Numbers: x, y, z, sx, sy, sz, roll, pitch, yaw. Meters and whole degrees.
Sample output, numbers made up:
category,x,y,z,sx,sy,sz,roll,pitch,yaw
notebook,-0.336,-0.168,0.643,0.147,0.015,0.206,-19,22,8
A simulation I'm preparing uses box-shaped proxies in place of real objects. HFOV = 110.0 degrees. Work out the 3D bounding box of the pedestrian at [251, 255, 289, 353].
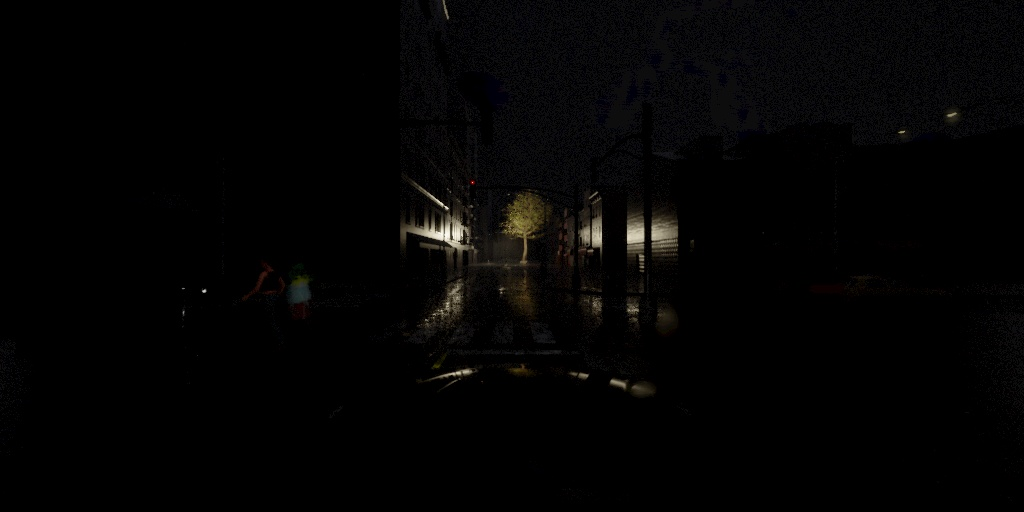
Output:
category,x,y,z,sx,sy,sz,roll,pitch,yaw
pedestrian,-4.642,0.886,6.877,0.375,1.860,0.375,0,0,0

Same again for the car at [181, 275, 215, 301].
category,x,y,z,sx,sy,sz,roll,pitch,yaw
car,-14.950,1.171,14.591,4.892,1.490,1.837,0,0,0

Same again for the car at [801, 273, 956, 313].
category,x,y,z,sx,sy,sz,roll,pitch,yaw
car,13.902,1.345,13.713,4.829,1.417,1.751,0,0,0

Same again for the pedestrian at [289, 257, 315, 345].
category,x,y,z,sx,sy,sz,roll,pitch,yaw
pedestrian,-4.527,0.902,7.576,0.375,1.860,0.375,0,0,0
